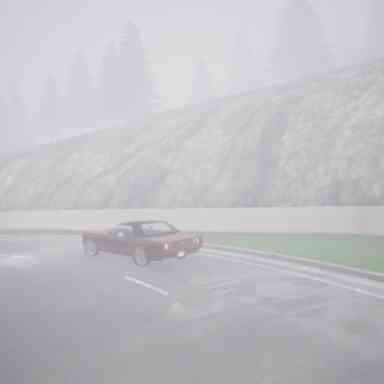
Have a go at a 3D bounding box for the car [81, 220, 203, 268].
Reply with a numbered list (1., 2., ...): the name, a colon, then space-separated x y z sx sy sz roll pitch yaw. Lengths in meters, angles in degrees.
1. car: -1.950 1.645 11.600 4.718 1.301 1.895 -2 0 43
